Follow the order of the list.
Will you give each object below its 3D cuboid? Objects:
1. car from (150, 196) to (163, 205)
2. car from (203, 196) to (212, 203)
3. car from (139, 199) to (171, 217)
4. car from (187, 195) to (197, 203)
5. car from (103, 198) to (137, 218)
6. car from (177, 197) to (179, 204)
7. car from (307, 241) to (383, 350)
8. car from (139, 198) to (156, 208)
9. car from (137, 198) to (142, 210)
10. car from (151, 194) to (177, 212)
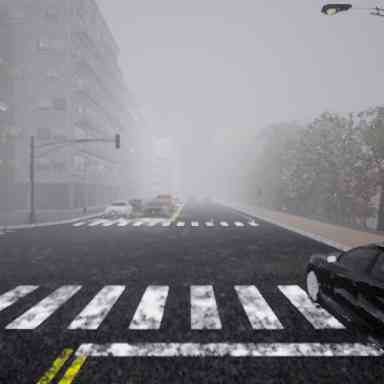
[{"bbox_3d":[-6.516,1.543,61.938,1.882,1.535,5.008,0,0,0],"label":"car"},{"bbox_3d":[3.243,1.606,71.726,2.128,1.511,4.902,0,0,0],"label":"car"},{"bbox_3d":[-3.346,1.590,30.993,1.994,1.385,4.181,0,0,1],"label":"car"},{"bbox_3d":[-0.008,1.435,71.586,2.097,1.767,4.553,0,0,0],"label":"car"},{"bbox_3d":[-6.604,1.551,30.381,1.812,1.442,4.674,0,0,0],"label":"car"},{"bbox_3d":[-3.340,1.575,50.485,1.812,1.442,4.674,0,0,0],"label":"car"},{"bbox_3d":[3.351,1.481,5.091,1.882,1.535,5.008,0,0,0],"label":"car"},{"bbox_3d":[-6.589,1.650,49.861,1.895,1.301,4.718,0,0,0],"label":"car"},{"bbox_3d":[-6.601,1.513,39.569,1.882,1.535,5.008,0,0,0],"label":"car"},{"bbox_3d":[-3.352,1.258,40.351,2.150,2.045,5.566,0,0,0],"label":"car"}]
